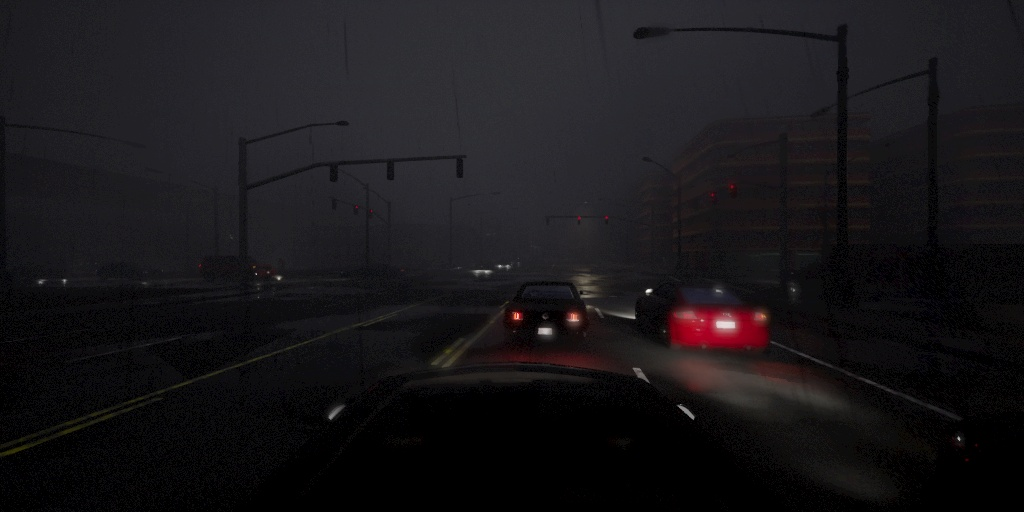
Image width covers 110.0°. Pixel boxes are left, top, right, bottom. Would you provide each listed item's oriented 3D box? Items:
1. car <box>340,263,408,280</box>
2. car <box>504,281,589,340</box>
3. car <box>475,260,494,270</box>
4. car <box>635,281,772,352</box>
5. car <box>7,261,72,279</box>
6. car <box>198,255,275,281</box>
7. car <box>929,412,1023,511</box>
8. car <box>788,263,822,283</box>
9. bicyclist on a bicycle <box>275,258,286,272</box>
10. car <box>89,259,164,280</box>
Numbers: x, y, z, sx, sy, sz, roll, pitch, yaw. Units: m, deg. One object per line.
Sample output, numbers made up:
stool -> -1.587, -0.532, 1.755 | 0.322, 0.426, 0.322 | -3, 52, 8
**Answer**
car -> -11.965, 1.301, 31.347 | 5.357, 1.411, 2.033 | 0, 0, -6
car -> 1.035, 1.351, 10.003 | 1.895, 1.301, 4.718 | 0, 0, 8
car -> -3.691, 1.175, 48.810 | 1.994, 1.385, 4.181 | 0, 1, 8
car -> 4.435, 1.314, 8.990 | 1.994, 1.385, 4.181 | 0, 0, 7
car -> -42.464, 1.351, 31.958 | 4.718, 1.301, 1.895 | 0, 0, 13
car -> -22.403, 0.971, 29.250 | 5.566, 2.045, 2.150 | 0, 0, 7
car -> 3.641, 1.242, 0.280 | 2.128, 1.511, 4.902 | 0, 0, 1
car -> 23.398, 1.276, 27.514 | 4.674, 1.442, 1.812 | 0, 0, 6
bicyclist on a bicycle -> -26.263, 1.053, 40.776 | 0.582, 1.620, 1.656 | 0, 0, 7
car -> -32.397, 1.228, 30.468 | 5.008, 1.535, 1.882 | 0, 0, 7
